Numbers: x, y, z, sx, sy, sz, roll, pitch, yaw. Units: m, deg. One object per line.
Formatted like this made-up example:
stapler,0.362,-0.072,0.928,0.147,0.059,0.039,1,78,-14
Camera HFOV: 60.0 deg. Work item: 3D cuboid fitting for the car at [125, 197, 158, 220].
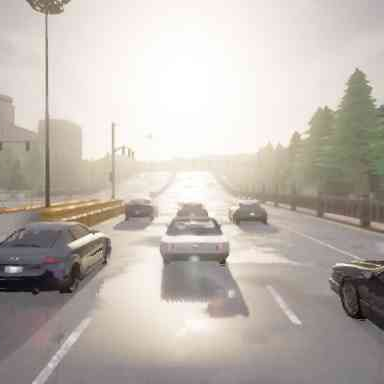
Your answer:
car,-3.493,1.106,23.653,1.882,1.535,5.008,0,1,-1

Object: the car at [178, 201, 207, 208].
car,0.024,1.229,21.327,1.994,1.385,4.181,0,1,0

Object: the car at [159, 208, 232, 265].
car,0.062,1.429,10.899,1.895,1.301,4.718,0,1,0

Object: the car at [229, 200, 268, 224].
car,3.522,1.227,21.441,1.994,1.385,4.181,0,1,0

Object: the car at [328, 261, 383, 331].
car,3.593,1.482,4.035,2.033,1.411,5.357,0,1,0

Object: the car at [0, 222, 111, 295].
car,-3.429,1.430,8.412,1.994,1.385,4.181,0,1,0
